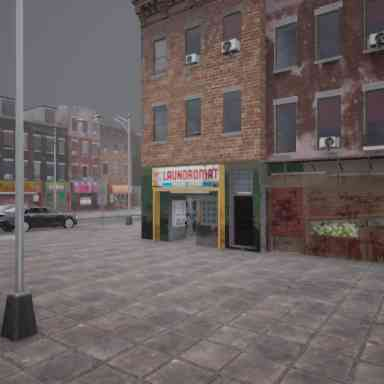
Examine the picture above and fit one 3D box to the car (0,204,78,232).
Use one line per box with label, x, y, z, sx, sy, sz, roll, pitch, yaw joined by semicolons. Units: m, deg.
car;-9.290;1.574;20.184;1.837;1.490;4.892;0;0;35
